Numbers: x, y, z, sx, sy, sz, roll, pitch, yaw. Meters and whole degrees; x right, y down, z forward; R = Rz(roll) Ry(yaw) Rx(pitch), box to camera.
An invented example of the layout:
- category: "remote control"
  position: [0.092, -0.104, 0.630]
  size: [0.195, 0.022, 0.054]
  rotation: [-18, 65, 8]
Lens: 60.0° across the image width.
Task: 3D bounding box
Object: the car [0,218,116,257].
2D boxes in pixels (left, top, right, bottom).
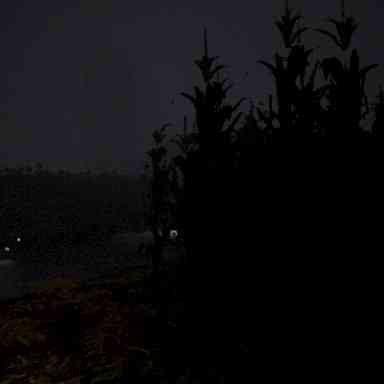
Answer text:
- category: "car"
  position: [-5.638, 1.829, 14.230]
  size: [1.895, 1.301, 4.718]
  rotation: [-1, -1, 35]
